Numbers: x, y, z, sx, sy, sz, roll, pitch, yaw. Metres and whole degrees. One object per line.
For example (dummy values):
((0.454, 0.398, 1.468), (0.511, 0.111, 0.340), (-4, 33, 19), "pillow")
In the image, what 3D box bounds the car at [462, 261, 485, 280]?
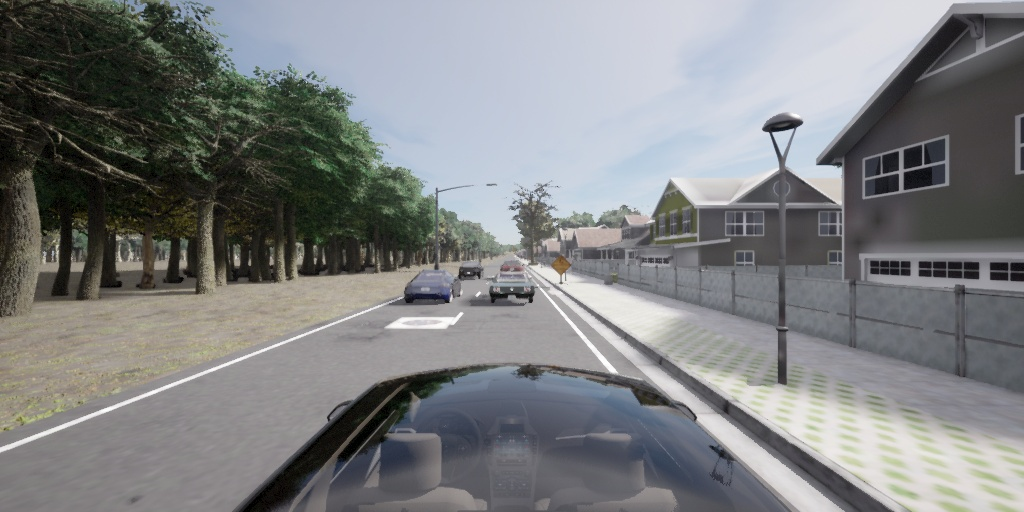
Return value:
((-3.500, 1.213, 31.499), (1.882, 1.535, 5.008), (0, 0, 0), "car")

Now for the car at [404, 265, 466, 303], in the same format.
((-3.500, 1.315, 16.499), (1.994, 1.385, 4.181), (0, 0, 0), "car")

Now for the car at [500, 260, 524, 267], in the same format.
((0.000, 1.094, 31.469), (2.097, 1.767, 4.553), (0, 0, 0), "car")

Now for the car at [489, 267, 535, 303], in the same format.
((0.000, 1.359, 16.529), (1.895, 1.301, 4.718), (0, 0, 0), "car")

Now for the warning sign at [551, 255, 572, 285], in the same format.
((3.050, 0.851, 22.284), (1.300, 1.860, 1.060), (0, 0, 0), "warning sign")
